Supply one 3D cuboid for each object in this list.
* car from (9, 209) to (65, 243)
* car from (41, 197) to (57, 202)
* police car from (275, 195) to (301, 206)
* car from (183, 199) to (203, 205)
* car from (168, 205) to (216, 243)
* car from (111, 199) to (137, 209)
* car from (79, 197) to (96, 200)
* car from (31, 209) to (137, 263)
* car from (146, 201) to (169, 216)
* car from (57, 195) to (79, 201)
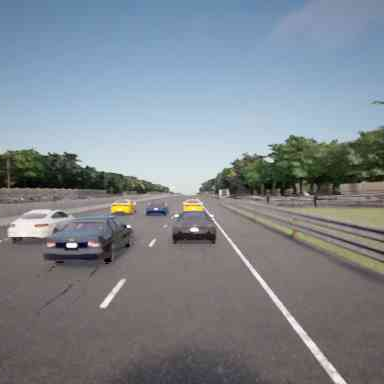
[{"bbox_3d":[-6.899,1.530,15.943,1.812,1.442,4.674,0,0,0],"label":"car"},{"bbox_3d":[-24.494,1.577,57.608,1.994,1.385,4.181,0,0,0],"label":"car"},{"bbox_3d":[14.807,1.281,51.703,1.930,1.638,5.238,0,-1,-18],"label":"police car"},{"bbox_3d":[0.103,1.477,33.980,1.882,1.535,5.008,0,0,0],"label":"car"},{"bbox_3d":[0.101,1.568,16.117,1.994,1.385,4.181,0,0,0],"label":"car"},{"bbox_3d":[-6.897,1.477,34.159,1.882,1.535,5.008,0,0,0],"label":"car"},{"bbox_3d":[-17.494,1.583,57.611,1.994,1.385,4.181,0,0,0],"label":"car"},{"bbox_3d":[-3.399,1.552,11.916,2.033,1.411,5.357,0,0,0],"label":"car"},{"bbox_3d":[-3.397,1.564,33.209,1.994,1.385,4.181,0,0,0],"label":"car"},{"bbox_3d":[-20.994,1.390,57.642,2.097,1.767,4.553,0,0,0],"label":"car"}]
